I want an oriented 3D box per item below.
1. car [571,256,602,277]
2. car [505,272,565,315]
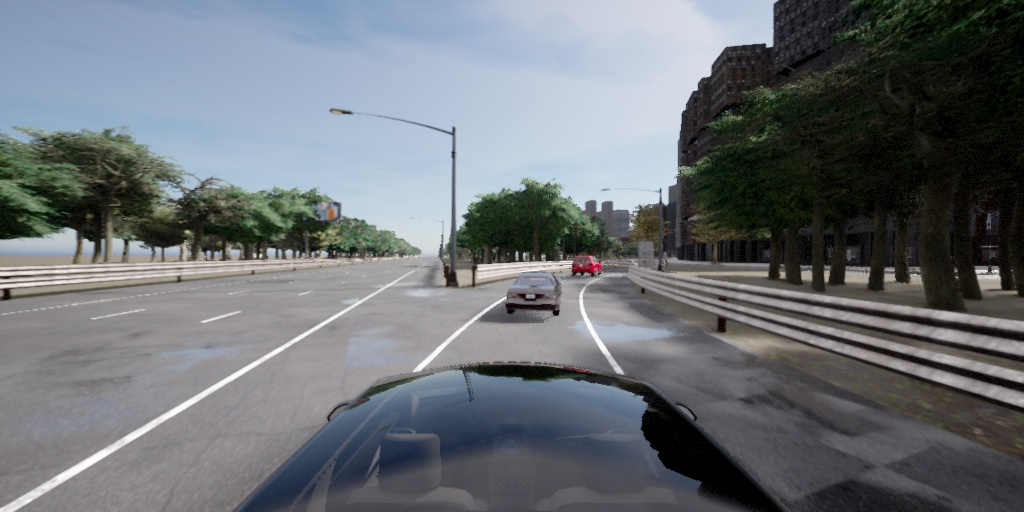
[{"bbox_3d":[7.585,1.031,36.070,2.150,2.045,5.566,0,0,24],"label":"car"},{"bbox_3d":[0.967,1.306,13.679,2.033,1.411,5.357,0,0,9],"label":"car"}]
